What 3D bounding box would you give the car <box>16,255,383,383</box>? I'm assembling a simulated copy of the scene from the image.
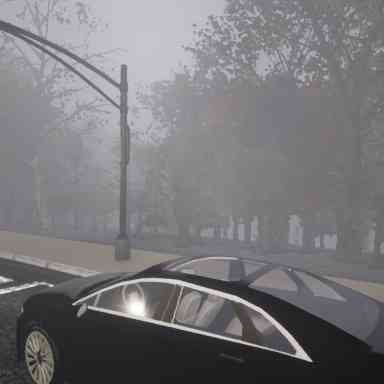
[{"bbox_3d":[-0.006,1.491,3.705,4.902,1.511,2.128,0,0,34],"label":"car"}]
